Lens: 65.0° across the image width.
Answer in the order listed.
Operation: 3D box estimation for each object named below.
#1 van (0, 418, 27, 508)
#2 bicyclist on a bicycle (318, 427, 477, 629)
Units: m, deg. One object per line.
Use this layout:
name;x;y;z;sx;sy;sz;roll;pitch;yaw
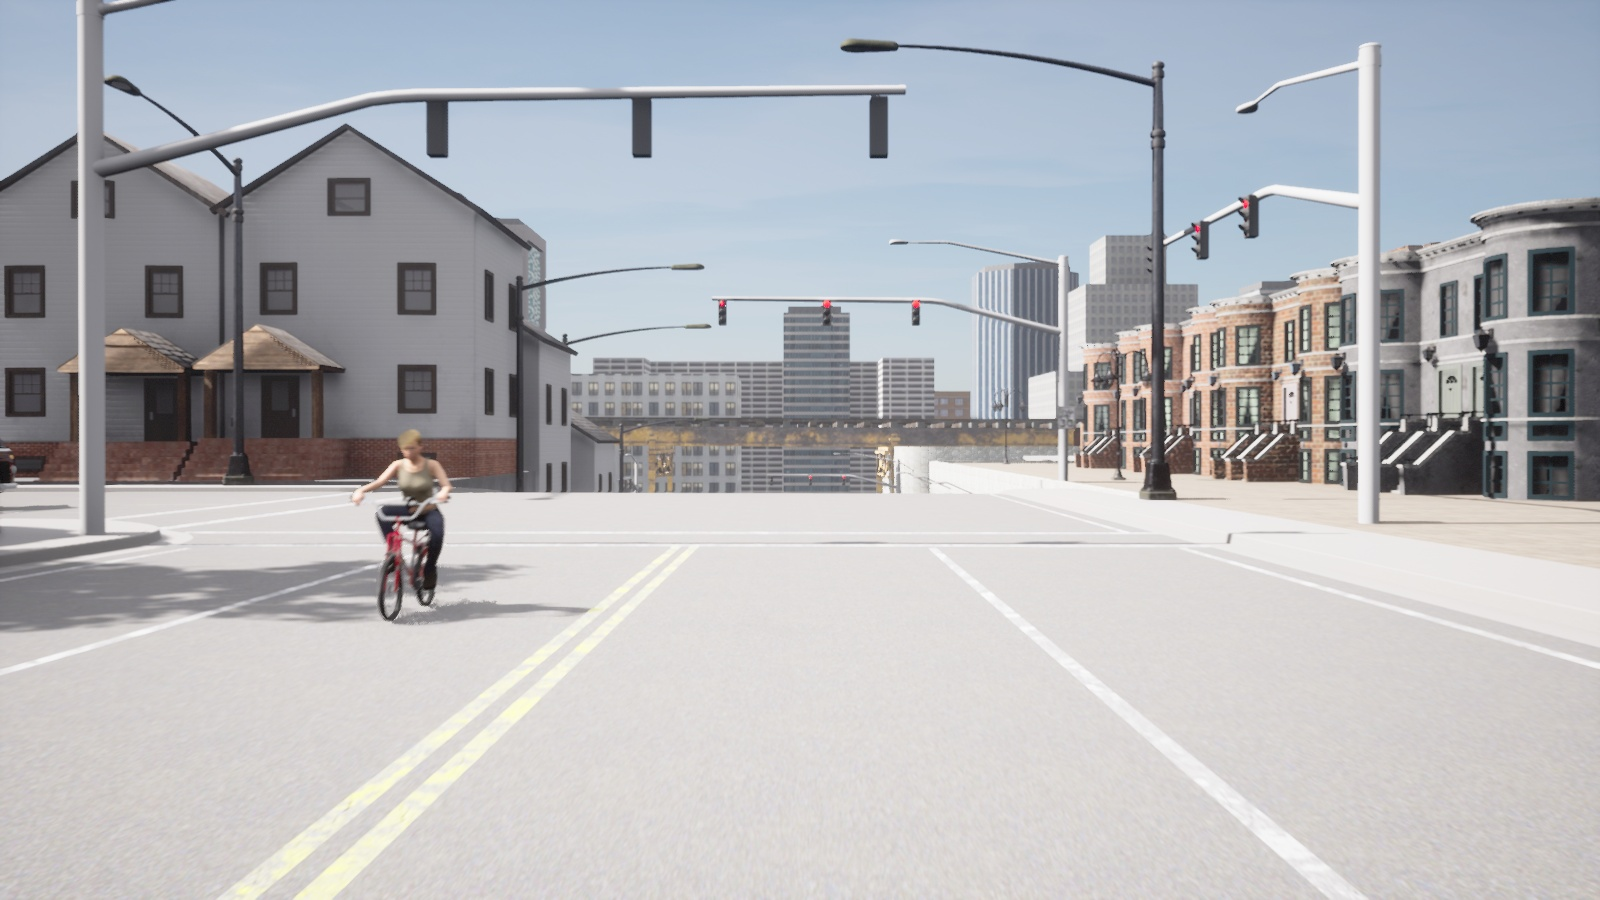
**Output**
van;-20.453;0.289;28.539;4.480;2.038;2.069;0;0;1
bicyclist on a bicycle;-3.418;0.618;10.805;0.866;1.612;1.509;0;0;1
